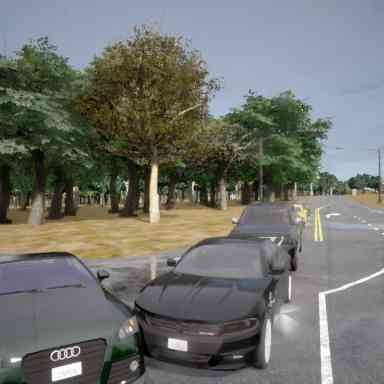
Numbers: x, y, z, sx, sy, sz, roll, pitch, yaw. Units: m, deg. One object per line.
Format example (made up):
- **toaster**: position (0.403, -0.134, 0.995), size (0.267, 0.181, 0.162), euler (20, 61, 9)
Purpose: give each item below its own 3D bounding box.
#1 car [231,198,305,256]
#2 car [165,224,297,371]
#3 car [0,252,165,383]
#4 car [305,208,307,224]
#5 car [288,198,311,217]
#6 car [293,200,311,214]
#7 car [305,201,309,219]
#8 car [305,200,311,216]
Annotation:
- **car**: position (2.862, 1.460, 12.396), size (2.150, 2.045, 5.566), euler (-2, 0, 21)
- **car**: position (0.740, 1.613, 6.256), size (1.882, 1.535, 5.008), euler (-1, -2, 21)
- **car**: position (-2.306, 1.643, 4.960), size (1.994, 1.385, 4.181), euler (1, -2, -33)
- **car**: position (5.091, 1.775, 18.300), size (1.895, 1.301, 4.718), euler (-1, 0, 21)
- **car**: position (11.331, 1.563, 34.931), size (2.097, 1.767, 4.553), euler (-1, 0, 21)
- **car**: position (13.328, 1.748, 40.141), size (1.812, 1.442, 4.674), euler (-1, 0, 21)
- **car**: position (7.241, 1.664, 24.053), size (1.882, 1.535, 5.008), euler (-1, 0, 21)
- **car**: position (9.302, 1.725, 29.557), size (1.812, 1.442, 4.674), euler (-1, 0, 21)
